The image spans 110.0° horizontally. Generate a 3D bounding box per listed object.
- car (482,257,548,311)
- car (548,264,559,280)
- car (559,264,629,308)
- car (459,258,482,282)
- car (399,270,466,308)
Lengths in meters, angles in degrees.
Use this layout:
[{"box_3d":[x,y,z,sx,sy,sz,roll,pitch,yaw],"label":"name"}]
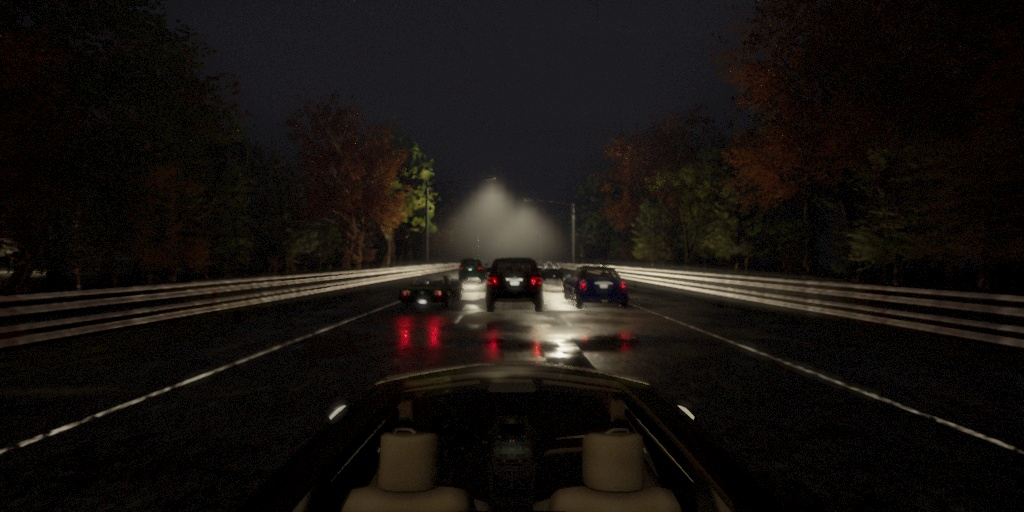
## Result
[{"box_3d":[0.099,1.091,15.315,2.150,2.045,5.566,0,-1,0],"label":"car"},{"box_3d":[3.599,1.509,32.861,2.128,1.511,4.902,0,0,0],"label":"car"},{"box_3d":[3.598,1.229,16.150,2.097,1.767,4.553,0,-1,0],"label":"car"},{"box_3d":[-3.400,1.233,32.056,2.150,2.045,5.566,0,0,0],"label":"car"},{"box_3d":[-3.400,1.477,15.923,1.895,1.301,4.718,0,0,0],"label":"car"}]
